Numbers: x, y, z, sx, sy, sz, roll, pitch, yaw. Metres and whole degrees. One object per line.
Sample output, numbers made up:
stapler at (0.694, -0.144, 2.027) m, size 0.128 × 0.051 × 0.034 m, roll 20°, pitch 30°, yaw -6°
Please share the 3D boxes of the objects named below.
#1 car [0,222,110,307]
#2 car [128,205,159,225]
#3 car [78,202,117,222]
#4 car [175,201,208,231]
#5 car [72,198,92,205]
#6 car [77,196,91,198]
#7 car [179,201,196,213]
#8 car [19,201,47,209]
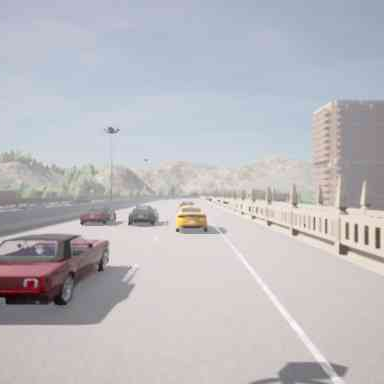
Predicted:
car at (-3.400, 1.649, 8.063) m, size 1.895 × 1.301 × 4.718 m, roll 0°, pitch 0°, yaw 0°
car at (-3.657, 1.714, 25.501) m, size 1.994 × 1.385 × 4.181 m, roll 0°, pitch 0°, yaw -1°
car at (-7.164, 1.716, 25.757) m, size 1.994 × 1.385 × 4.181 m, roll 0°, pitch 0°, yaw -1°
car at (-0.057, 1.604, 21.436) m, size 1.882 × 1.535 × 5.008 m, roll 0°, pitch 0°, yaw -1°
car at (-14.800, 1.863, 44.381) m, size 1.895 × 1.301 × 4.718 m, roll 0°, pitch 0°, yaw -1°
car at (-18.633, 1.661, 56.785) m, size 2.150 × 2.045 × 5.566 m, roll 0°, pitch 0°, yaw -2°
car at (-0.582, 1.806, 41.169) m, size 1.994 × 1.385 × 4.181 m, roll 0°, pitch 0°, yaw -2°
car at (-21.843, 1.871, 45.806) m, size 1.895 × 1.301 × 4.718 m, roll 0°, pitch 0°, yaw -1°
